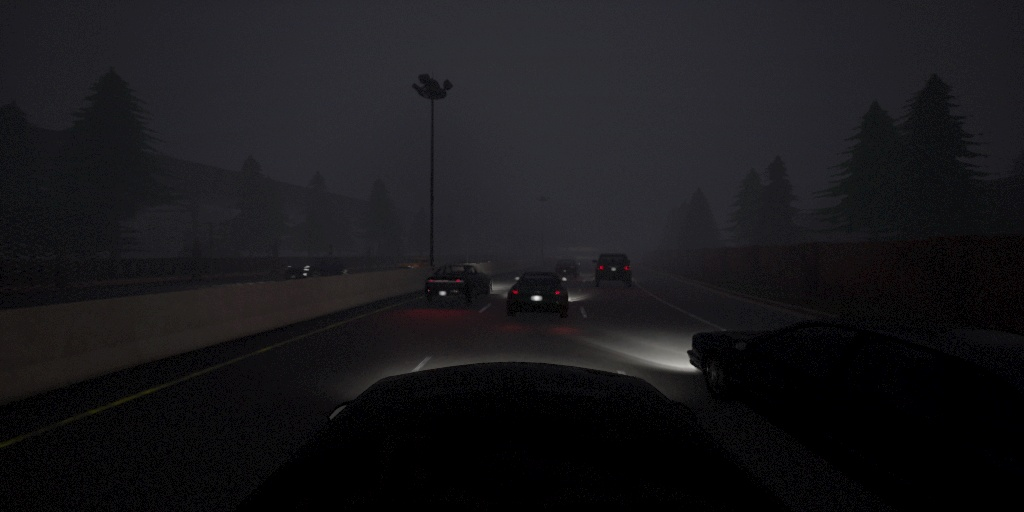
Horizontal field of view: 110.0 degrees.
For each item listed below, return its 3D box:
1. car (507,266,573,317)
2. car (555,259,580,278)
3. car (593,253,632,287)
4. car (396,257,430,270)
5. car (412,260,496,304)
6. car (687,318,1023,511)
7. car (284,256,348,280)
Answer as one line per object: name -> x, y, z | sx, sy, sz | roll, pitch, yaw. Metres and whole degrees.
car -> 1.001, 1.231, 12.854 | 1.994, 1.385, 4.181 | 0, 1, 7
car -> 4.847, 1.020, 31.290 | 1.882, 1.535, 5.008 | 0, 1, 14
car -> 6.558, 0.838, 23.570 | 2.150, 2.045, 5.566 | 0, 1, 13
car -> -9.104, 0.913, 34.041 | 1.882, 1.535, 5.008 | 0, 0, 14
car -> -2.172, 1.119, 15.457 | 2.128, 1.511, 4.902 | 0, 1, 8
car -> 3.647, 1.308, 3.267 | 2.033, 1.411, 5.357 | 0, 0, 2
car -> -14.456, 0.813, 26.706 | 2.097, 1.767, 4.553 | 1, 0, 13
